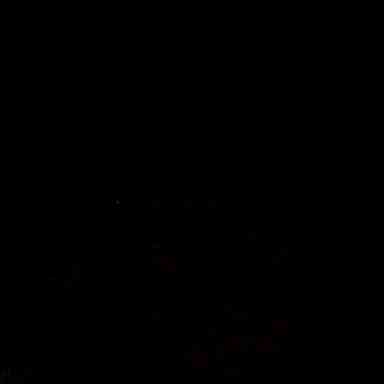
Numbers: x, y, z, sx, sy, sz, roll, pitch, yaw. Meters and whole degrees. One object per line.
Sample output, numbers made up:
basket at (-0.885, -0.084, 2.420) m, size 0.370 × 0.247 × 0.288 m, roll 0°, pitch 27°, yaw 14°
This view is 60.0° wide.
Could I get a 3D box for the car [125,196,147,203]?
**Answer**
car at (-12.965, 1.744, 76.616) m, size 5.008 × 1.535 × 1.882 m, roll 1°, pitch 0°, yaw 9°
